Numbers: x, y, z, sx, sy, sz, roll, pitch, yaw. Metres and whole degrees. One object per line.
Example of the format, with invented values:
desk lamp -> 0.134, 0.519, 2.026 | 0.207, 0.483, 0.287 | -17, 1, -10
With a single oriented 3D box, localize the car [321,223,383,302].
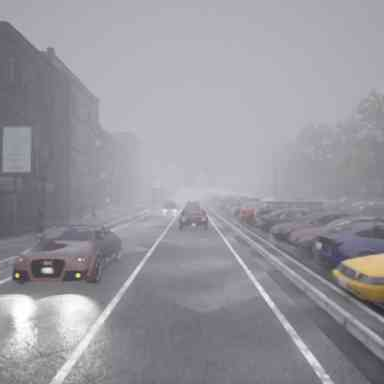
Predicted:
car -> 5.868, 1.584, 7.059 | 5.366, 1.575, 1.946 | 0, 0, 0

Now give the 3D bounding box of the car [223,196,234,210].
car -> 6.139, 1.646, 37.675 | 4.553, 1.767, 2.185 | 0, 0, 0

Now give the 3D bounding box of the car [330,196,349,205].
car -> 19.233, 1.534, 40.425 | 5.566, 2.045, 2.435 | 0, 0, 0

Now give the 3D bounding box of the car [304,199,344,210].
car -> 19.287, 1.828, 48.780 | 5.008, 1.535, 2.097 | 0, 0, 0

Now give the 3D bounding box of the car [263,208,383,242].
car -> 6.056, 1.668, 15.408 | 4.792, 1.488, 2.163 | 0, 0, 0

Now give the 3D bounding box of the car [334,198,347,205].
car -> 19.256, 1.772, 37.640 | 4.892, 1.521, 2.231 | 0, 0, 0

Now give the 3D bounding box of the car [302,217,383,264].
car -> 6.093, 1.634, 9.841 | 4.792, 1.488, 2.163 | 0, 0, 0

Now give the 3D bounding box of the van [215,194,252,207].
van -> 6.096, 1.604, 48.872 | 4.442, 1.987, 1.878 | 0, 0, 0

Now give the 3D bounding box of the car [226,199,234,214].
car -> 6.334, 1.736, 32.106 | 5.366, 1.575, 1.946 | 0, 0, 0

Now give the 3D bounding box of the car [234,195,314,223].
car -> 6.089, 1.438, 23.759 | 5.566, 2.045, 2.435 | 0, 0, 0

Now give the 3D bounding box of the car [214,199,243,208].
car -> 6.247, 1.908, 57.157 | 4.674, 1.452, 2.002 | 0, 0, 0

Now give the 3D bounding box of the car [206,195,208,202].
car -> 6.494, 1.930, 73.856 | 5.366, 1.575, 1.946 | 0, 0, 0

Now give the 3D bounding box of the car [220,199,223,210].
car -> 6.183, 1.826, 40.457 | 4.674, 1.452, 2.002 | 0, 0, 0

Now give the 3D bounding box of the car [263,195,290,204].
car -> 19.370, 1.691, 76.630 | 5.566, 2.045, 2.435 | 0, 0, 0

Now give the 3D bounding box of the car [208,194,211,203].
car -> 6.267, 1.798, 71.200 | 4.553, 1.767, 2.185 | 0, 0, 0

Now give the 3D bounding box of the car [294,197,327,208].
car -> 19.282, 1.729, 54.350 | 4.553, 1.767, 2.185 | 0, 0, 0

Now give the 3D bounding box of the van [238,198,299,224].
van -> 6.011, 1.481, 26.542 | 4.442, 1.987, 1.878 | 0, 0, 0

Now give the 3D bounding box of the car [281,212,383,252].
car -> 6.077, 1.661, 12.625 | 4.674, 1.452, 2.002 | 0, 0, 0

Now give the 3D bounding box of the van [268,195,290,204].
van -> 19.272, 1.707, 73.845 | 4.442, 1.987, 1.878 | 0, 0, 0

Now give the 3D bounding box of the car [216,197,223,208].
car -> 6.173, 1.845, 46.023 | 4.792, 1.488, 2.163 | 0, 0, 0

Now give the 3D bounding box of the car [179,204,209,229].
car -> 0.108, 1.759, 22.916 | 1.895, 1.301, 4.718 | 0, 0, 0

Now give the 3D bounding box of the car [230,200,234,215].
car -> 6.132, 1.724, 29.324 | 4.892, 1.521, 2.231 | 0, 0, 0

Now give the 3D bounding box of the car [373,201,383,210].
car -> 19.188, 1.752, 29.286 | 4.792, 1.488, 2.163 | 0, 0, 0

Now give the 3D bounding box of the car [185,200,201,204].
car -> 0.114, 1.764, 41.636 | 2.128, 1.511, 4.902 | 0, 0, 0

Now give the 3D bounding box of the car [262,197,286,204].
car -> 19.595, 1.950, 79.413 | 5.366, 1.575, 1.946 | 0, 0, 0

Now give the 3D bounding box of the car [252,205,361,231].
car -> 6.089, 1.656, 18.191 | 4.892, 1.521, 2.231 | 0, 0, 0

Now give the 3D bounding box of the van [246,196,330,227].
van -> 5.990, 1.447, 21.100 | 4.442, 1.987, 1.878 | 0, 0, 0

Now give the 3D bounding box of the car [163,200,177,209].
car -> -3.316, 1.922, 50.974 | 1.895, 1.301, 4.718 | 0, 0, 0

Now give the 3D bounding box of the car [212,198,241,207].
car -> 6.250, 1.879, 59.941 | 5.008, 1.535, 2.097 | 0, 0, 0

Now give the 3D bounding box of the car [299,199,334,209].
car -> 19.306, 1.882, 51.564 | 4.674, 1.452, 2.002 | 0, 0, 0

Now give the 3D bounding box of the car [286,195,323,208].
car -> 19.296, 1.616, 57.134 | 5.566, 2.045, 2.435 | 0, 0, 0

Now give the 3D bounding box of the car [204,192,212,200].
car -> 6.358, 1.702, 79.424 | 5.566, 2.045, 2.435 | 0, 0, 0

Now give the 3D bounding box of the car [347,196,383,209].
car -> 19.271, 1.629, 34.855 | 4.553, 1.767, 2.185 | 0, 0, 0

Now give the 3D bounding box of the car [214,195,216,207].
car -> 6.192, 1.717, 51.591 | 4.553, 1.767, 2.185 | 0, 0, 0

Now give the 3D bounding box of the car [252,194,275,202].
car -> 19.481, 1.703, 90.687 | 5.566, 2.045, 2.435 | 0, 0, 0

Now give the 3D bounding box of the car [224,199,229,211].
car -> 6.166, 1.757, 34.890 | 4.892, 1.521, 2.231 | 0, 0, 0

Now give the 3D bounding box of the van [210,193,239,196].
van -> 6.393, 1.676, 65.508 | 4.442, 1.987, 1.878 | 0, 0, 0

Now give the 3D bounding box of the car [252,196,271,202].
car -> 19.469, 1.935, 93.478 | 5.008, 1.535, 2.097 | 0, 1, 0

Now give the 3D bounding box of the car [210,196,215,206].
car -> 6.048, 1.852, 54.374 | 5.366, 1.575, 1.946 | 0, 0, 0

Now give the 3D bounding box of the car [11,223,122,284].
car -> -3.347, 1.633, 9.689 | 1.994, 1.385, 4.181 | 0, 0, 0

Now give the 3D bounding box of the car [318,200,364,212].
car -> 19.276, 1.800, 43.210 | 5.008, 1.535, 2.097 | 0, 0, 0

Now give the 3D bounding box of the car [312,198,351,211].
car -> 19.250, 1.689, 45.996 | 4.553, 1.767, 2.185 | 0, 0, 0
